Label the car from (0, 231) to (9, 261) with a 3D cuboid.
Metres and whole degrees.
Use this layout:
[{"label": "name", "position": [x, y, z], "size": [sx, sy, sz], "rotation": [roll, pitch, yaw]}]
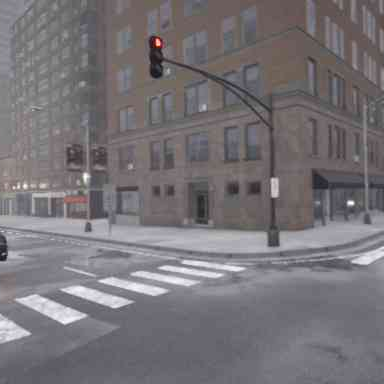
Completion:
[{"label": "car", "position": [-8.822, 1.972, 13.246], "size": [1.837, 1.490, 4.892], "rotation": [-1, -1, -44]}]
